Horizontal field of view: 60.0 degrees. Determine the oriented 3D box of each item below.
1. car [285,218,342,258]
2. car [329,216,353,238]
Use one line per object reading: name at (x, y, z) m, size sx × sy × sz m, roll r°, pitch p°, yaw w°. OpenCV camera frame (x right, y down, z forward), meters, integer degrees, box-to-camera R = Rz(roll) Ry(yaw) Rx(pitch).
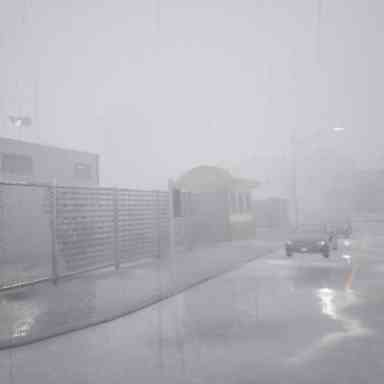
car at (5.932, 2.252, 16.247) m, size 1.812 × 1.442 × 4.674 m, roll -4°, pitch -4°, yaw 30°
car at (10.873, 2.569, 24.890) m, size 1.812 × 1.442 × 4.674 m, roll -4°, pitch -4°, yaw 30°
